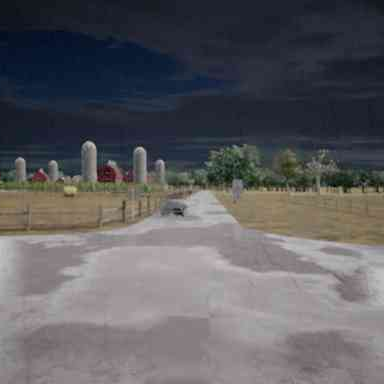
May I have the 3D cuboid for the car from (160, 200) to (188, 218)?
[{"bbox_3d":[-1.394,1.303,26.738,1.895,1.301,4.718,0,1,3],"label":"car"}]
